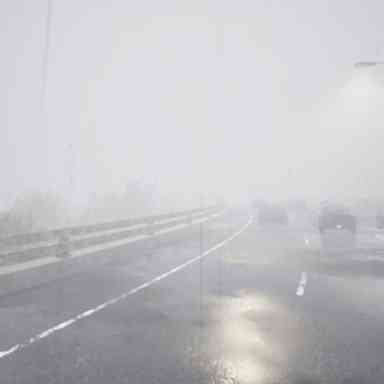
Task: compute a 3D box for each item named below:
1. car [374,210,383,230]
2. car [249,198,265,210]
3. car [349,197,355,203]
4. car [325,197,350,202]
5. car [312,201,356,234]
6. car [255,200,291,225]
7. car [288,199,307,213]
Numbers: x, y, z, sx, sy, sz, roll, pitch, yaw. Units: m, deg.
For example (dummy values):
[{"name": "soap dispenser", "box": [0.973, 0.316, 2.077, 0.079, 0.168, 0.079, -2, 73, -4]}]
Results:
[{"name": "car", "box": [11.399, 1.488, 18.060, 2.128, 1.511, 4.902, 0, 0, 16]}, {"name": "car", "box": [8.527, 1.471, 42.859, 1.882, 1.535, 5.008, 0, 0, 3]}, {"name": "car", "box": [29.811, 1.552, 63.825, 4.181, 1.385, 1.994, 0, 0, -42]}, {"name": "car", "box": [14.925, 1.520, 35.643, 1.812, 1.442, 4.674, 0, 0, 7]}, {"name": "car", "box": [8.250, 1.502, 19.475, 1.837, 1.490, 4.892, 0, 0, 16]}, {"name": "car", "box": [5.827, 1.560, 24.103, 1.994, 1.385, 4.181, 0, 0, 13]}, {"name": "car", "box": [11.638, 1.485, 37.668, 2.128, 1.511, 4.902, 0, 0, 6]}]
